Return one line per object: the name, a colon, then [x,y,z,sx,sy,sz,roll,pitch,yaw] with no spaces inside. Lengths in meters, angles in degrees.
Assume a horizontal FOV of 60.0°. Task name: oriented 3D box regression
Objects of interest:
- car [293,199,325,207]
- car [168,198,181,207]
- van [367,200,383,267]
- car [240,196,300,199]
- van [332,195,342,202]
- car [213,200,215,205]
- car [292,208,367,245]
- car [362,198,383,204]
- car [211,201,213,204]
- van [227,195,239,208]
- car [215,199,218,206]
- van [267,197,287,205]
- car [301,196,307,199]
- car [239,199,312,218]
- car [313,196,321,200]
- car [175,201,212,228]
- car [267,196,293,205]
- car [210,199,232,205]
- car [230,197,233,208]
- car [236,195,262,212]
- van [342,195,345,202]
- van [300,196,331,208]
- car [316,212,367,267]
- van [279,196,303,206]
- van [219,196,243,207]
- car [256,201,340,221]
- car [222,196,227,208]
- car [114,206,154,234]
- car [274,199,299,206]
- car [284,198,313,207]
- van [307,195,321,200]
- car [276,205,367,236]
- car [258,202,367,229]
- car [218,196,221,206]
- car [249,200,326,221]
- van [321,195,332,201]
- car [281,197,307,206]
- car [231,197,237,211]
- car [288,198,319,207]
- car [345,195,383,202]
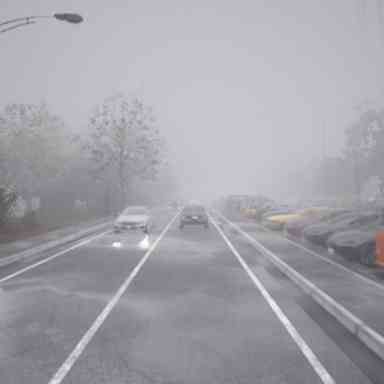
car: [20.306,1.894,57.928,4.892,1.521,2.231,0,-1,0]
car: [-3.122,1.818,60.578,2.097,1.767,4.553,0,-1,1]
van: [7.113,1.276,8.223,4.442,1.987,1.878,0,0,0]
car: [7.070,1.461,30.433,4.553,1.767,2.185,0,0,0]
van: [20.349,1.399,41.331,4.442,1.987,1.878,0,0,0]
car: [7.315,2.151,69.272,4.792,1.488,2.163,0,-1,0]
car: [6.993,1.553,13.775,4.792,1.488,2.163,0,0,0]
car: [20.188,1.593,33.020,5.008,1.535,2.097,0,0,0]
car: [7.270,1.926,72.054,5.566,2.045,2.435,0,-1,0]
van: [7.037,1.404,41.538,4.442,1.987,1.878,0,0,0]
car: [7.251,1.956,60.947,5.008,1.535,2.097,0,-1,0]
van: [20.535,2.135,80.208,4.442,1.987,1.878,0,-2,0]
car: [20.101,1.780,52.389,5.366,1.575,1.946,0,-1,0]
car: [6.903,1.573,27.657,5.366,1.575,1.946,0,0,0]
car: [20.264,1.672,46.851,5.008,1.535,2.097,0,-1,0]
car: [0.134,1.603,22.700,2.033,1.411,5.357,0,0,0]
car: [20.431,2.035,77.318,5.566,2.045,2.435,0,-2,0]
car: [7.166,2.444,83.136,5.366,1.575,1.946,0,-2,0]
car: [7.143,1.659,38.760,4.674,1.452,2.002,0,0,0]
car: [7.083,1.472,33.208,4.553,1.767,2.185,0,0,0]
van: [20.337,1.389,38.686,4.442,1.987,1.878,0,0,0]
van: [20.415,1.612,55.163,4.442,1.987,1.878,0,-1,0]
car: [6.980,1.542,10.999,4.792,1.488,2.163,0,0,0]
van: [20.481,1.888,69.011,4.442,1.987,1.878,0,-1,0]
van: [7.376,1.785,63.726,4.442,1.987,1.878,0,-1,0]
car: [7.068,1.556,22.103,4.892,1.521,2.231,0,0,0]
car: [7.195,1.389,44.313,5.566,2.045,2.435,0,0,0]
car: [-3.318,1.572,19.770,1.812,1.442,4.674,0,0,0]
car: [20.371,2.170,71.778,4.892,1.521,2.231,0,-1,0]
car: [20.333,2.006,63.593,5.008,1.535,2.097,0,-1,0]
van: [20.155,1.502,49.626,4.442,1.987,1.878,0,-1,0]
car: [7.006,1.564,16.551,4.792,1.488,2.163,0,0,0]
car: [6.863,1.542,19.328,5.366,1.575,1.946,0,0,0]
car: [7.190,1.875,55.396,4.792,1.488,2.163,0,-1,0]
car: [7.069,1.567,24.880,4.892,1.521,2.231,0,0,0]
van: [20.130,1.410,44.235,4.442,1.987,1.878,0,-1,0]
car: [20.320,1.933,66.241,4.553,1.767,2.185,0,-1,0]
car: [7.122,1.608,35.984,5.008,1.535,2.097,0,0,0]
car: [20.320,1.948,60.698,5.008,1.535,2.097,0,-1,0]
car: [20.179,1.353,35.916,5.566,2.045,2.435,0,0,0]
